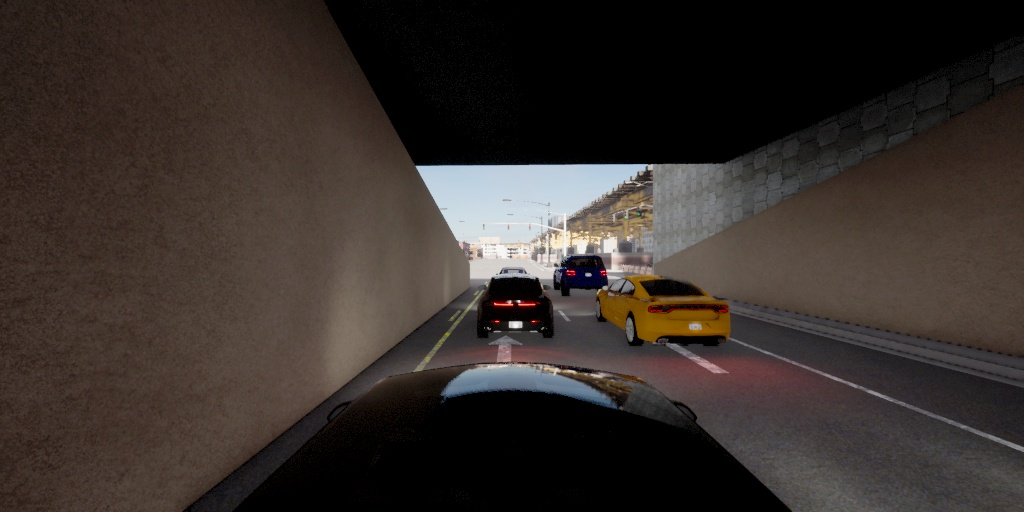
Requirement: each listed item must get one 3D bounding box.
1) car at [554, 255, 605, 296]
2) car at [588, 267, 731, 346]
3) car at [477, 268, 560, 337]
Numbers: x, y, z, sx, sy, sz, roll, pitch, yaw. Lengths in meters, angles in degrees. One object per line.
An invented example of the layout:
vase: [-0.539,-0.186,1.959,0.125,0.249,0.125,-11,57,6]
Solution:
car: [3.568,0.971,19.429,2.150,2.045,5.566,0,0,0]
car: [3.574,1.228,9.459,1.882,1.535,5.008,0,0,0]
car: [0.076,1.255,10.258,1.837,1.490,4.892,0,0,0]
